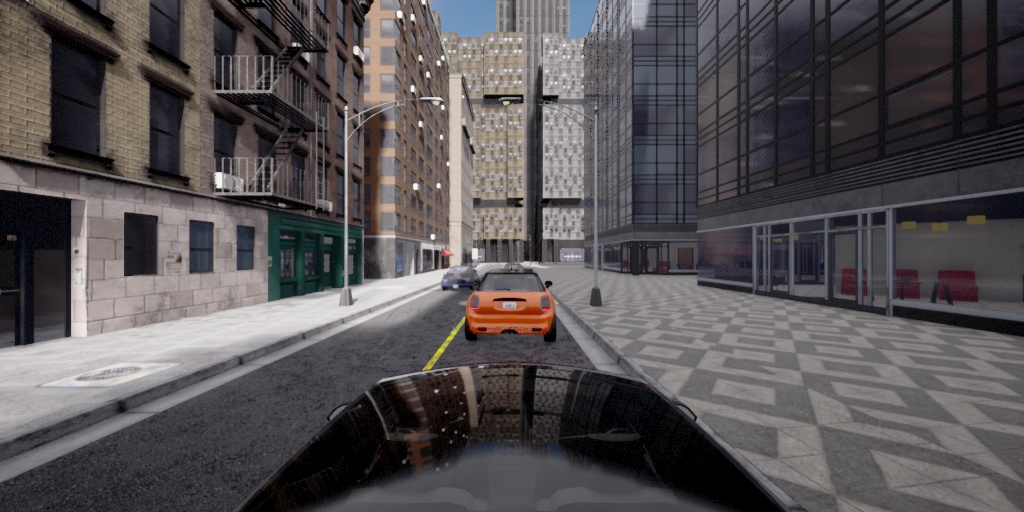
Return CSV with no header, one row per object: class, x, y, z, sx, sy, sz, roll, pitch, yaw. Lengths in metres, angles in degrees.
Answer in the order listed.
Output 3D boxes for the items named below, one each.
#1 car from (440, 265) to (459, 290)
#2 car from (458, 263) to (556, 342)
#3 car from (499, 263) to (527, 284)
car,-3.105,1.295,22.462,2.033,1.411,5.357,0,0,0
car,0.064,1.101,9.988,2.097,1.767,4.553,0,0,3
car,0.086,1.295,28.672,2.033,1.411,5.357,0,0,0
